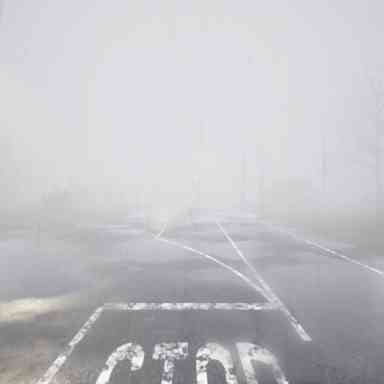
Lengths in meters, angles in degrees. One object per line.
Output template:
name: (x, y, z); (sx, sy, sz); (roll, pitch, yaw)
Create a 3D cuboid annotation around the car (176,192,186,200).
car: (-2.712, 1.097, 85.854); (2.150, 2.045, 5.566); (0, 0, 5)
